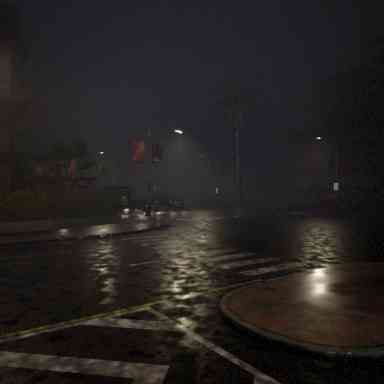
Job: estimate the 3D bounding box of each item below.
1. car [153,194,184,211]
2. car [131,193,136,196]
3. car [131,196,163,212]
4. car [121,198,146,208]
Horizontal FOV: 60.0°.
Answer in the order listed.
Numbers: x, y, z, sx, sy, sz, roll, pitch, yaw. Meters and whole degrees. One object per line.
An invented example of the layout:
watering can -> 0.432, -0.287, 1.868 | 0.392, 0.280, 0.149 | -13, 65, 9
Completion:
car -> -3.195, 1.221, 41.829 | 2.150, 2.045, 5.566 | 0, 0, -35
car -> -13.392, 1.220, 68.456 | 2.150, 2.045, 5.566 | 0, 0, -39
car -> -5.641, 1.526, 39.190 | 1.812, 1.442, 4.674 | 0, 0, -35
car -> -8.782, 1.601, 49.841 | 1.895, 1.301, 4.718 | 0, 0, -34
